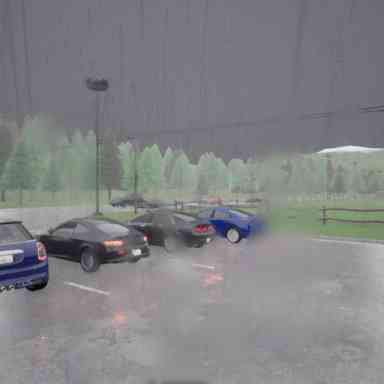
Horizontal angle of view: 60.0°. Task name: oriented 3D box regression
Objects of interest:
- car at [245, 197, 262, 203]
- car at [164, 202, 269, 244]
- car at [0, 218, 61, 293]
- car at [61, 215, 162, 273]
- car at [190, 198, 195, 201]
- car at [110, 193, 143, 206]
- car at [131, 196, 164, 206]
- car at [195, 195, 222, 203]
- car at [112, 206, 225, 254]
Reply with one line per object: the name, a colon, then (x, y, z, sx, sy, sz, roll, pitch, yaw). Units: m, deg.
car: (12.378, 1.595, 67.007, 1.895, 1.301, 4.718, 0, 0, 36)
car: (1.164, 1.476, 15.996, 5.008, 1.535, 1.882, 0, 0, 36)
car: (-5.400, 1.351, 7.785, 4.553, 1.767, 2.097, 0, 0, 36)
car: (-3.408, 1.524, 10.665, 4.674, 1.442, 1.812, 0, 0, 36)
car: (1.379, 1.559, 63.887, 1.994, 1.385, 4.181, 0, 0, 37)
car: (-9.490, 1.216, 49.037, 2.150, 2.045, 5.566, 0, 0, 37)
car: (-5.333, 1.559, 42.859, 1.994, 1.385, 4.181, 0, 0, 36)
car: (3.009, 1.349, 54.302, 2.097, 1.767, 4.553, 0, 0, 36)
car: (-1.356, 1.504, 13.502, 4.892, 1.490, 1.837, 0, 0, 36)
